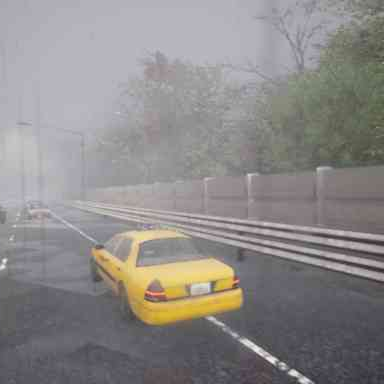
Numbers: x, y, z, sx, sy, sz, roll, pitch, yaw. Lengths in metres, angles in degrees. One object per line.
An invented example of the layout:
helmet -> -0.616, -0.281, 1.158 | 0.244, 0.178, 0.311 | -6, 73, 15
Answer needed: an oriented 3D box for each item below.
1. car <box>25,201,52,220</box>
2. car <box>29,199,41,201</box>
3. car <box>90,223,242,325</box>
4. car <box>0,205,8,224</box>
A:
car -> -14.180, 1.824, 30.840 | 1.895, 1.301, 4.718 | -1, 0, -27
car -> -18.868, 1.652, 40.011 | 2.097, 1.767, 4.553 | -1, 0, -26
car -> -1.023, 1.469, 7.364 | 1.801, 1.575, 5.366 | -1, 0, -27
car -> -15.826, 1.723, 26.407 | 1.882, 1.535, 5.008 | -1, 0, -27
